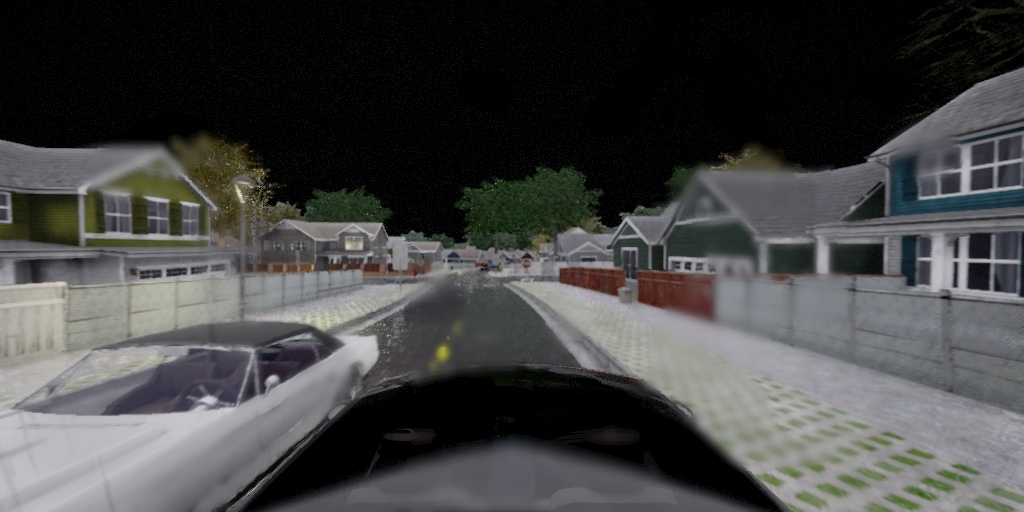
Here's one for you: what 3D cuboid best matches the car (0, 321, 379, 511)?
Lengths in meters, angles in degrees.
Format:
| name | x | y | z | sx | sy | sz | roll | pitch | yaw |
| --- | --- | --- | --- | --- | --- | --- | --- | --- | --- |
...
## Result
| name | x | y | z | sx | sy | sz | roll | pitch | yaw |
| --- | --- | --- | --- | --- | --- | --- | --- | --- | --- |
| car | -2.908 | 1.378 | 3.208 | 1.895 | 1.301 | 4.718 | 0 | -1 | -1 |
